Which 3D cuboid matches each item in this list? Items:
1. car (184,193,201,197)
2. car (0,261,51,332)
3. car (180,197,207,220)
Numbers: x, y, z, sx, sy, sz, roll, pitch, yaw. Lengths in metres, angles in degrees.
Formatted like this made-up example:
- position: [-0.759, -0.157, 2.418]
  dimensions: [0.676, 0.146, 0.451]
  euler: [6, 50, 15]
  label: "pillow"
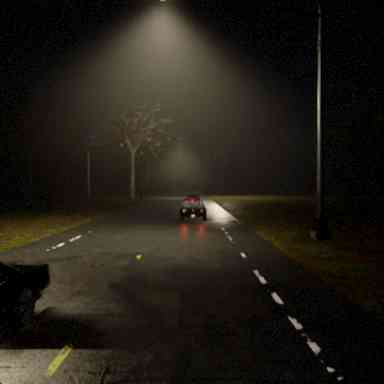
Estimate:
- position: [0.063, 0.849, 42.240]
  dimensions: [1.837, 1.490, 4.892]
  euler: [0, 2, 0]
  label: "car"
- position: [-3.602, 1.568, 4.052]
  dimensions: [1.895, 1.301, 4.718]
  euler: [0, 0, 0]
  label: "car"
- position: [0.076, 1.302, 24.902]
  dimensions: [1.895, 1.301, 4.718]
  euler: [0, 1, 0]
  label: "car"
